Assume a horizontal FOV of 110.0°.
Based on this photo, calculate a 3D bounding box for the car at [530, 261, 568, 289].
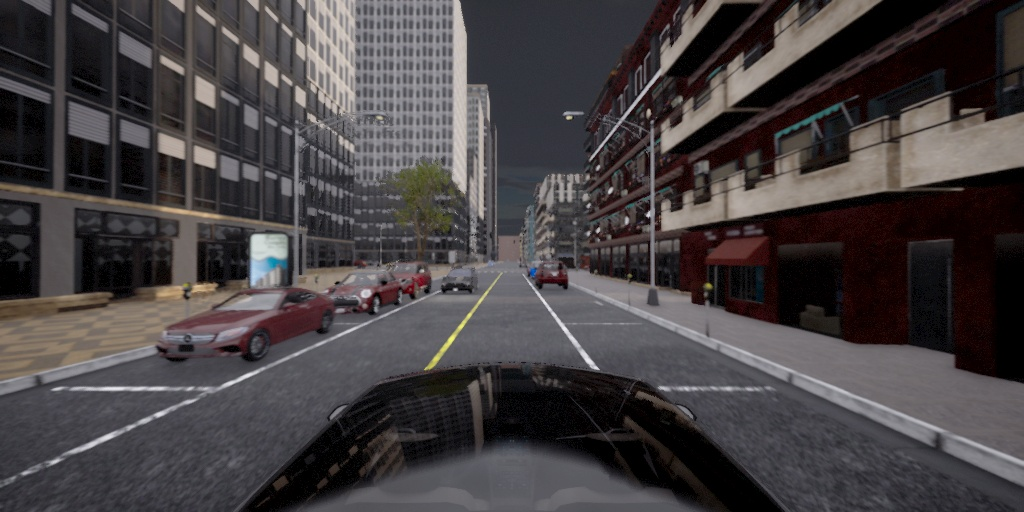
[{"bbox_3d":[2.686,1.286,25.008,2.192,1.841,5.009,0,0,0],"label":"car"}]

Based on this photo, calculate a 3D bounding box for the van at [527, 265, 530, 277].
[{"bbox_3d":[2.685,1.419,36.109,1.690,1.789,3.998,0,0,0],"label":"van"}]

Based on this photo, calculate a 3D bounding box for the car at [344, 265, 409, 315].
[{"bbox_3d":[-5.693,1.305,13.904,1.967,1.591,4.097,0,0,0],"label":"car"}]

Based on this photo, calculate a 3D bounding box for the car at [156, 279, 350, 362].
[{"bbox_3d":[-5.692,1.395,8.353,1.802,1.307,4.207,0,0,0],"label":"car"}]

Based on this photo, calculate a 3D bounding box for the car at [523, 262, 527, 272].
[{"bbox_3d":[2.684,1.572,41.660,1.967,1.591,4.097,0,0,0],"label":"car"}]

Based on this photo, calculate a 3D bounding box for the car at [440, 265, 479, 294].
[{"bbox_3d":[-3.103,1.493,22.326,2.033,1.411,5.357,0,-1,0],"label":"car"}]

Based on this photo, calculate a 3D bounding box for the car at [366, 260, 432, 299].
[{"bbox_3d":[-5.693,1.233,19.455,2.192,1.841,5.009,0,0,0],"label":"car"}]
